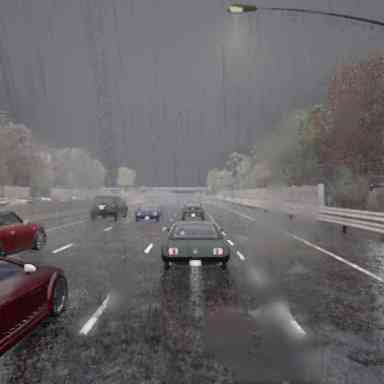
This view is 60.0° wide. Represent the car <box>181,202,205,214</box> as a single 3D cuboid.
[{"bbox_3d":[0.101,1.605,28.958,1.837,1.490,4.892,0,0,0],"label":"car"}]

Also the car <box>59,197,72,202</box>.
[{"bbox_3d":[-28.001,1.766,74.301,2.128,1.511,4.902,0,0,0],"label":"car"}]

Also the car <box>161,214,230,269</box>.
[{"bbox_3d":[0.100,1.636,11.192,1.895,1.301,4.718,0,0,0],"label":"car"}]

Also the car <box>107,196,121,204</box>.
[{"bbox_3d":[-17.501,1.764,74.718,2.128,1.511,4.902,0,0,0],"label":"car"}]

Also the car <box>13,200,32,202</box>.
[{"bbox_3d":[-17.593,1.597,34.139,1.882,1.535,5.008,0,0,0],"label":"car"}]

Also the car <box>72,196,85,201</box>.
[{"bbox_3d":[-24.501,1.597,74.332,2.097,1.767,4.553,0,0,0],"label":"car"}]

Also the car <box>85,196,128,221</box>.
[{"bbox_3d":[-6.905,1.318,28.089,2.150,2.045,5.566,0,0,0],"label":"car"}]

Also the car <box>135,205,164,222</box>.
[{"bbox_3d":[-3.400,1.695,27.414,1.895,1.301,4.718,0,0,0],"label":"car"}]

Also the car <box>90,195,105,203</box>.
[{"bbox_3d":[-21.001,1.597,74.332,2.097,1.767,4.553,0,0,0],"label":"car"}]

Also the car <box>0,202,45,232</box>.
[{"bbox_3d":[-6.901,1.388,11.493,2.097,1.767,4.553,0,0,0],"label":"car"}]

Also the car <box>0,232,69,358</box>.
[{"bbox_3d":[-3.400,1.579,4.835,1.994,1.385,4.181,0,0,0],"label":"car"}]
